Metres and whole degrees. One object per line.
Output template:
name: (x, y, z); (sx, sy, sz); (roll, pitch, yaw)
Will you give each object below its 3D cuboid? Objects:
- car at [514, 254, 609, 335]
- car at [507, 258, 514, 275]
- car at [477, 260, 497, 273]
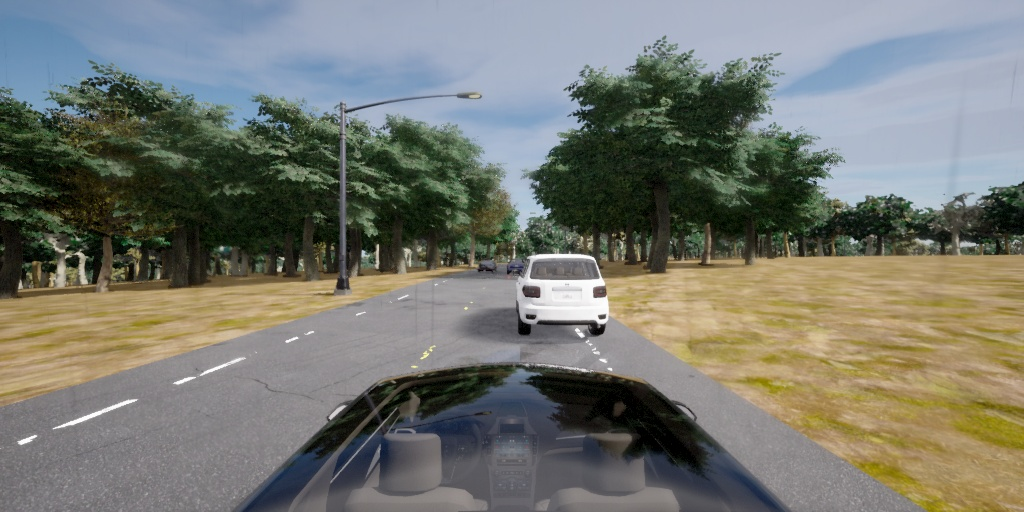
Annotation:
car: (1.226, 0.972, 10.648); (2.150, 2.045, 5.566); (0, 0, 0)
car: (0.623, 1.030, 39.159); (2.097, 1.767, 4.553); (0, 0, 4)
car: (-2.798, 1.217, 41.664); (2.033, 1.411, 5.357); (0, 0, 4)
